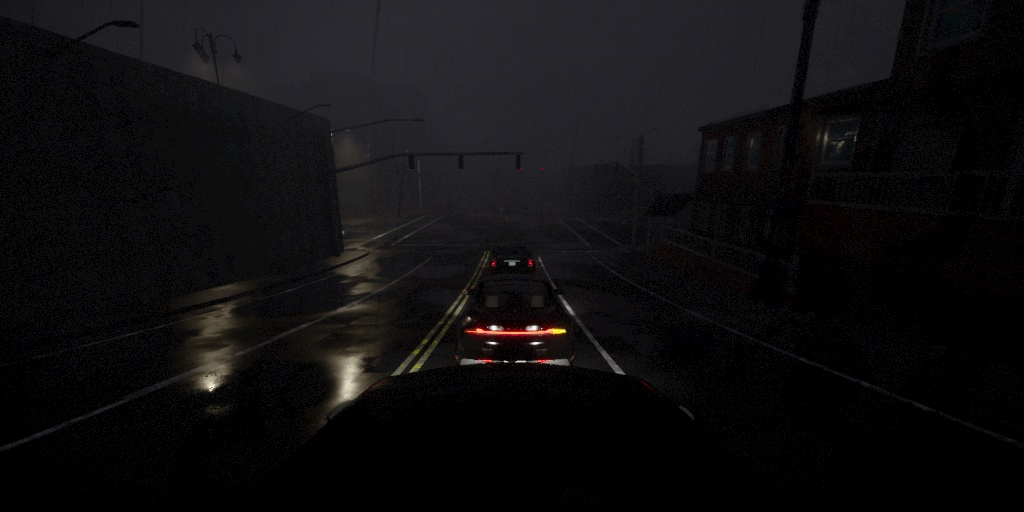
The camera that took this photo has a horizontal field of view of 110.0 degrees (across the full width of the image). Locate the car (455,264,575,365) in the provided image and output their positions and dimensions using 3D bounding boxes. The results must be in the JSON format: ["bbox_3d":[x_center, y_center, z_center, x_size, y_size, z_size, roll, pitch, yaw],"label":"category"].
[{"bbox_3d":[0.053,1.122,7.194,1.837,1.490,4.892,0,2,0],"label":"car"}]

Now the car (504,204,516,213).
[{"bbox_3d":[-0.302,-7.325,54.783,1.895,1.301,4.718,0,12,0],"label":"car"}]

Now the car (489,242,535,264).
[{"bbox_3d":[0.016,0.085,17.445,2.097,1.767,4.553,0,7,0],"label":"car"}]

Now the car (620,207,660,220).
[{"bbox_3d":[16.437,-5.547,46.059,5.008,1.535,1.882,-1,12,0],"label":"car"}]
